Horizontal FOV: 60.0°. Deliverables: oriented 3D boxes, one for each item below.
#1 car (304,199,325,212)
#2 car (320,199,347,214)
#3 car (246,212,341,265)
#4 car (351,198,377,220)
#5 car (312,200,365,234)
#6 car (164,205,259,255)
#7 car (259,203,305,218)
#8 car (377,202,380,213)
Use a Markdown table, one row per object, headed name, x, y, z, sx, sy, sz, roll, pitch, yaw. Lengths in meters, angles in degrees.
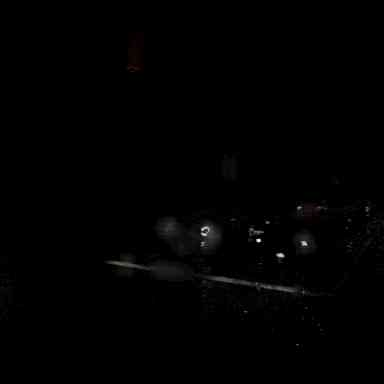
| name | x | y | z | sx | sy | sz | roll | pitch | yaw |
| --- | --- | --- | --- | --- | --- | --- | --- | --- | --- |
| car | 10.788 | 1.388 | 29.476 | 2.097 | 1.767 | 4.553 | 0 | 0 | 32 |
| car | 16.319 | 1.585 | 38.146 | 2.033 | 1.411 | 5.357 | 0 | 0 | 33 |
| car | 3.857 | 1.617 | 12.003 | 1.895 | 1.301 | 4.718 | 0 | 0 | 32 |
| car | 14.277 | 1.372 | 28.440 | 2.097 | 1.767 | 4.553 | 0 | 0 | 32 |
| car | 8.884 | 1.496 | 19.940 | 1.882 | 1.535 | 5.008 | 0 | 0 | 33 |
| car | 0.820 | 1.384 | 13.751 | 2.097 | 1.767 | 4.553 | 0 | 0 | 32 |
| car | 5.446 | 1.598 | 21.053 | 1.994 | 1.385 | 4.181 | 0 | 0 | 32 |
| car | 19.945 | 1.569 | 37.309 | 2.033 | 1.411 | 5.357 | 0 | 0 | 33 |
